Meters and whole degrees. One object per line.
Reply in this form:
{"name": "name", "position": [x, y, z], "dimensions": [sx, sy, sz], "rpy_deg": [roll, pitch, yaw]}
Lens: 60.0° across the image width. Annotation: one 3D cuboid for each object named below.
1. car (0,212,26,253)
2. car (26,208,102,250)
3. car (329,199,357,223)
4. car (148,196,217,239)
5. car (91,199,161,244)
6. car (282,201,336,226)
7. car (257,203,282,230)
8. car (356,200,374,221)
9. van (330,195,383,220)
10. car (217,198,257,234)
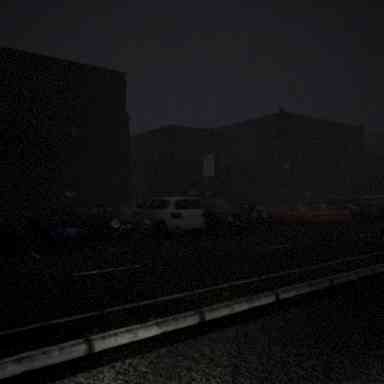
{"name": "car", "position": [-8.201, 1.491, 13.057], "dimensions": [2.097, 1.535, 5.008], "rpy_deg": [0, 0, -36]}
{"name": "car", "position": [-5.984, 1.528, 14.687], "dimensions": [2.163, 1.488, 4.792], "rpy_deg": [0, 0, -36]}
{"name": "car", "position": [9.618, 1.589, 26.055], "dimensions": [1.946, 1.575, 5.366], "rpy_deg": [0, 0, -36]}
{"name": "car", "position": [-1.501, 1.270, 17.898], "dimensions": [2.435, 2.045, 5.566], "rpy_deg": [0, 0, -36]}
{"name": "car", "position": [-3.743, 1.381, 16.295], "dimensions": [2.185, 1.767, 4.553], "rpy_deg": [0, 0, -36]}
{"name": "car", "position": [7.374, 1.576, 24.448], "dimensions": [1.946, 1.575, 5.366], "rpy_deg": [0, 0, -36]}
{"name": "car", "position": [3.016, 1.426, 21.060], "dimensions": [2.185, 1.767, 4.553], "rpy_deg": [0, 0, -36]}
{"name": "car", "position": [11.968, 1.642, 27.507], "dimensions": [2.002, 1.452, 4.674], "rpy_deg": [0, 0, -36]}
{"name": "van", "position": [14.278, 1.385, 29.021], "dimensions": [1.878, 1.987, 4.442], "rpy_deg": [0, 0, -36]}
{"name": "car", "position": [0.773, 1.285, 19.457], "dimensions": [2.435, 2.045, 5.566], "rpy_deg": [0, 0, -36]}
